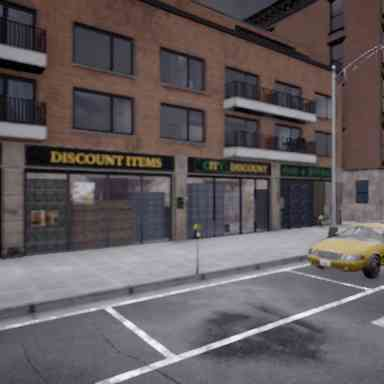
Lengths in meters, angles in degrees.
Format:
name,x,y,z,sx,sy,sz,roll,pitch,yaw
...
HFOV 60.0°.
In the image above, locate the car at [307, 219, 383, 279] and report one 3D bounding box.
name,x,y,z,sx,sy,sz,roll,pitch,yaw
car,5.444,1.527,10.082,4.829,1.417,1.752,0,0,-35
